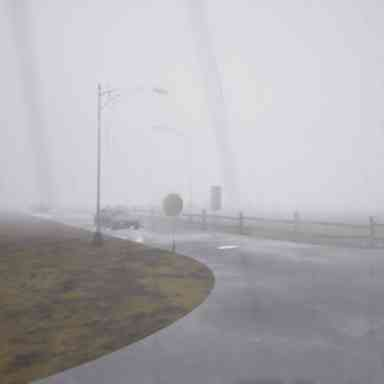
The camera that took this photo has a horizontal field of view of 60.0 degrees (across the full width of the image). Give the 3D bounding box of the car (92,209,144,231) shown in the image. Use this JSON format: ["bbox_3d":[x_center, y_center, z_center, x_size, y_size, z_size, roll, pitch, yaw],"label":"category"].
[{"bbox_3d":[-5.314,1.868,23.259,2.033,1.411,5.357,1,-1,-35],"label":"car"}]

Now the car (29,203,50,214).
[{"bbox_3d":[-20.681,2.154,45.125,1.895,1.301,4.718,1,-1,-35],"label":"car"}]
